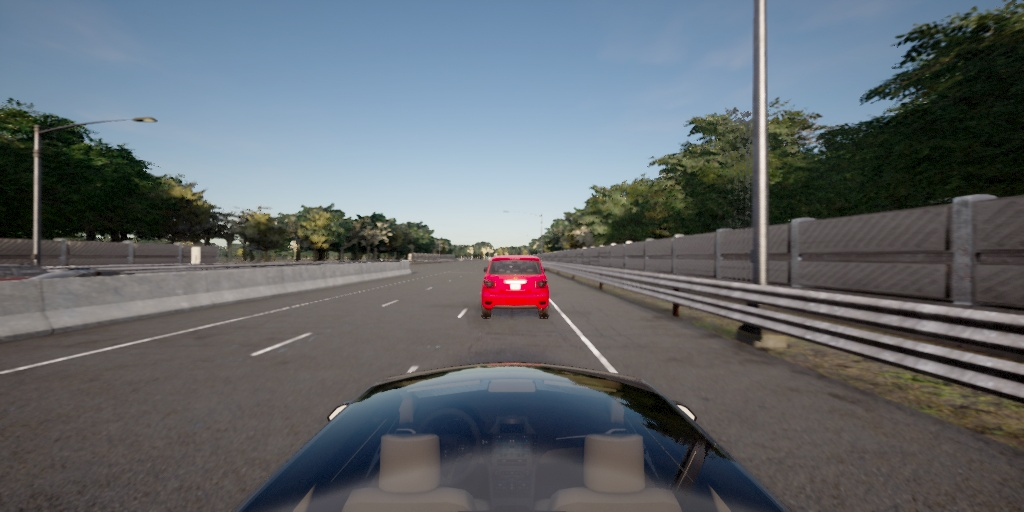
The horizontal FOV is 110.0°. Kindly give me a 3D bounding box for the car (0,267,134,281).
[{"bbox_3d":[-17.503,1.296,14.353,1.837,1.490,4.892,0,-1,0],"label":"car"}]

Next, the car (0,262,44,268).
[{"bbox_3d":[-21.007,1.134,13.980,2.097,1.767,4.553,0,0,0],"label":"car"}]

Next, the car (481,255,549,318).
[{"bbox_3d":[0.102,1.002,13.193,2.150,2.045,5.566,0,0,0],"label":"car"}]
